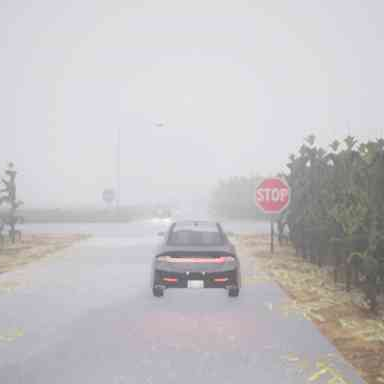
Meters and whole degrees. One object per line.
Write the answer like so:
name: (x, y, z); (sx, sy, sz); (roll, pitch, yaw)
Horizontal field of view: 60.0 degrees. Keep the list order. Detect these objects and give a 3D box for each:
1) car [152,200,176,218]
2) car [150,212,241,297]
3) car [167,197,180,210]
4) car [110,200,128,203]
car: (-3.144, 1.905, 35.403); (2.128, 1.511, 4.902); (0, -1, 0)
car: (0.098, 1.486, 8.533); (2.128, 1.511, 4.902); (0, 0, 1)
car: (-3.085, 1.907, 54.068); (2.150, 2.045, 5.566); (0, -1, 1)
car: (-16.142, 2.429, 73.224); (5.357, 1.411, 2.033); (0, -1, 0)
